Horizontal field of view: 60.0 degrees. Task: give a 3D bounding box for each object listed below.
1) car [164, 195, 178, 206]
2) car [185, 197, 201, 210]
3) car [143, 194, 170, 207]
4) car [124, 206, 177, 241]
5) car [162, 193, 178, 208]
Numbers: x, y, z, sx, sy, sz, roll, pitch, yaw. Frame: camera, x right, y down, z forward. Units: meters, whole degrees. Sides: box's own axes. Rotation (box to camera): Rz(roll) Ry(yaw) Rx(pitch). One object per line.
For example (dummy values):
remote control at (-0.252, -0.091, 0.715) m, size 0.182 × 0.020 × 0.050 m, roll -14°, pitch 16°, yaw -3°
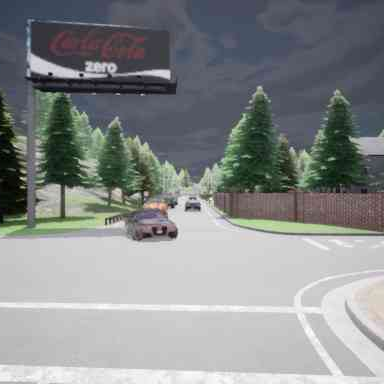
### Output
car at (-3.513, 1.351, 56.740) m, size 2.097 × 1.767 × 4.553 m, roll 0°, pitch 0°, yaw 0°
car at (0.122, 1.600, 41.997) m, size 1.895 × 1.301 × 4.718 m, roll 0°, pitch 0°, yaw 0°
car at (-3.574, 1.352, 32.599) m, size 2.097 × 1.767 × 4.553 m, roll 0°, pitch 0°, yaw 0°
car at (-2.304, 1.703, 17.634) m, size 1.994 × 1.385 × 4.181 m, roll -1°, pitch 0°, yaw -23°
car at (-3.550, 1.223, 46.101) m, size 2.150 × 2.045 × 5.566 m, roll 0°, pitch 0°, yaw 0°
